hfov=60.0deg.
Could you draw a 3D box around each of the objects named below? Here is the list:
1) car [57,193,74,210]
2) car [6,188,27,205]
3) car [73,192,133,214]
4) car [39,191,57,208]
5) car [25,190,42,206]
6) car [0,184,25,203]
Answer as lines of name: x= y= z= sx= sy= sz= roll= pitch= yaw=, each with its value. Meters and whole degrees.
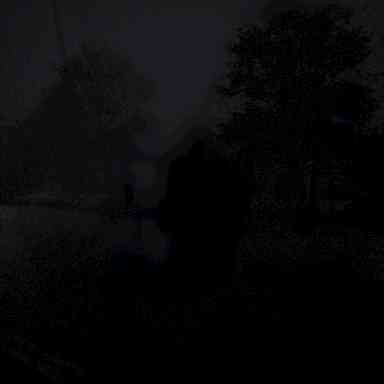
car: x=-9.616 y=0.784 z=30.885 sx=2.185 sy=1.767 sz=4.553 roll=2 pitch=1 yaw=36
car: x=-16.367 y=0.620 z=35.518 sx=1.946 sy=1.575 sz=5.366 roll=2 pitch=1 yaw=36
car: x=-7.399 y=1.006 z=29.231 sx=2.097 sy=1.535 sz=5.008 roll=2 pitch=1 yaw=36
car: x=-11.796 y=0.846 z=32.392 sx=2.163 sy=1.488 sz=4.792 roll=2 pitch=1 yaw=36
car: x=-14.021 y=0.760 z=34.040 sx=2.002 sy=1.452 sz=4.674 roll=2 pitch=1 yaw=36
car: x=-20.715 y=0.177 z=38.938 sx=2.435 sy=2.045 sz=5.566 roll=2 pitch=1 yaw=36
